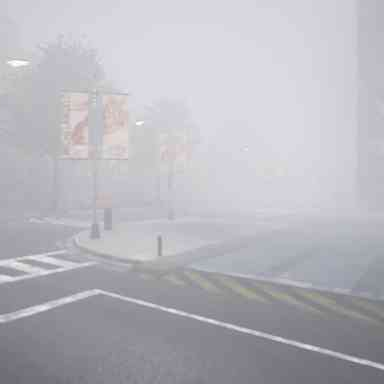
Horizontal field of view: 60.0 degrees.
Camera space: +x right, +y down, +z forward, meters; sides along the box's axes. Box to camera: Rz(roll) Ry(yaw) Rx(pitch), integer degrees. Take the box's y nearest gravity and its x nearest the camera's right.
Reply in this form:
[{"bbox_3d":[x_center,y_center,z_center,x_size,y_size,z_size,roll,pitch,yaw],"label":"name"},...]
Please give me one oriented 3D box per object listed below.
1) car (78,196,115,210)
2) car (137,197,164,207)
[{"bbox_3d":[-11.672,1.313,40.746,2.097,1.767,4.553,0,0,35],"label":"car"},{"bbox_3d":[-5.999,1.487,48.755,1.812,1.442,4.674,0,0,35],"label":"car"}]
